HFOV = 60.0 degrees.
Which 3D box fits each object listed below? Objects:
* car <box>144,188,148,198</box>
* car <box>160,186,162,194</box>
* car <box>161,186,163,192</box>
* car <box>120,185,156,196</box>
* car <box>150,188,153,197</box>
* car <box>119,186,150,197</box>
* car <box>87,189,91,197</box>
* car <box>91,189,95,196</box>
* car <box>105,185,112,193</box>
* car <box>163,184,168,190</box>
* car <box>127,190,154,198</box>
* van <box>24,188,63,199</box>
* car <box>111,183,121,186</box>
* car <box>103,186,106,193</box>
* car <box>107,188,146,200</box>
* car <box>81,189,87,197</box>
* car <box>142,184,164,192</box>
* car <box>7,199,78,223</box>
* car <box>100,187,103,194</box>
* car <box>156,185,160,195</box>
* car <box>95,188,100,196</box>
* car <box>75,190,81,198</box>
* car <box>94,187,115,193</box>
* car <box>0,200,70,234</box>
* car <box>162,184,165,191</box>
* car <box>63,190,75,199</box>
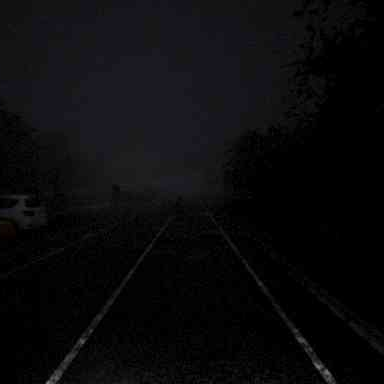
[{"bbox_3d":[-10.212,0.534,54.678,4.792,1.488,2.163,0,1,0],"label":"car"},{"bbox_3d":[-10.024,0.036,76.970,4.792,1.488,2.163,0,2,0],"label":"car"},{"bbox_3d":[-10.066,-0.068,79.756,4.792,1.488,2.163,0,2,0],"label":"car"},{"bbox_3d":[-10.162,0.140,63.032,5.566,2.045,2.435,0,1,0],"label":"car"},{"bbox_3d":[-10.145,0.438,60.243,5.008,1.535,2.097,0,1,0],"label":"car"},{"bbox_3d":[-10.197,0.349,57.463,4.553,1.767,2.185,0,1,0],"label":"car"},{"bbox_3d":[-23.383,0.328,65.845,5.366,1.575,1.946,0,1,0],"label":"car"},{"bbox_3d":[-23.153,0.298,68.499,4.792,1.488,2.163,0,1,0],"label":"car"},{"bbox_3d":[-22.900,-0.333,85.221,5.366,1.575,1.946,0,3,0],"label":"car"},{"bbox_3d":[-9.966,-0.602,90.888,5.008,1.535,2.097,0,3,0],"label":"car"},{"bbox_3d":[-10.111,0.337,65.825,4.892,1.521,2.231,0,1,0],"label":"car"},{"bbox_3d":[-23.152,0.305,51.884,4.442,1.987,1.878,1,1,0],"label":"van"},{"bbox_3d":[-23.081,-0.850,90.781,5.566,2.045,2.435,0,3,0],"label":"car"},{"bbox_3d":[-23.127,0.004,76.994,4.892,1.521,2.231,0,2,0],"label":"car"},{"bbox_3d":[-10.169,0.563,51.895,4.792,1.488,2.163,0,1,0],"label":"car"},{"bbox_3d":[-23.399,0.384,63.050,5.366,1.575,1.946,0,1,0],"label":"car"},{"bbox_3d":[-10.052,-0.336,82.535,4.553,1.767,2.185,0,3,0],"label":"car"},{"bbox_3d":[-10.054,1.439,22.087,4.792,1.488,2.163,0,0,0],"label":"car"},{"bbox_3d":[-23.144,0.104,74.078,5.008,1.535,2.097,0,2,0],"label":"car"},{"bbox_3d":[-10.038,-0.022,74.179,4.553,1.767,2.185,0,2,0],"label":"car"},{"bbox_3d":[-23.161,0.190,71.289,5.008,1.535,2.097,0,2,0],"label":"car"},{"bbox_3d":[-23.259,0.463,60.258,4.792,1.488,2.163,0,1,0],"label":"car"},{"bbox_3d":[-23.074,-0.461,88.008,5.008,1.535,2.097,0,3,0],"label":"car"},{"bbox_3d":[-10.103,1.417,19.311,5.008,1.535,2.097,0,0,0],"label":"car"},{"bbox_3d":[-10.036,-0.458,85.312,4.553,1.767,2.185,0,3,0],"label":"car"},{"bbox_3d":[-23.250,0.511,57.346,4.674,1.452,2.002,0,1,0],"label":"car"}]
